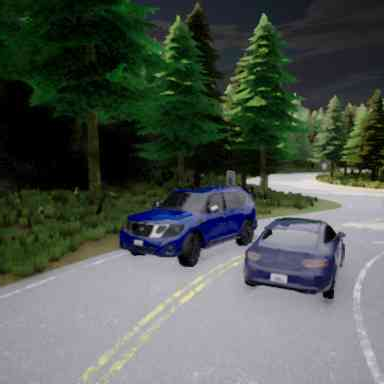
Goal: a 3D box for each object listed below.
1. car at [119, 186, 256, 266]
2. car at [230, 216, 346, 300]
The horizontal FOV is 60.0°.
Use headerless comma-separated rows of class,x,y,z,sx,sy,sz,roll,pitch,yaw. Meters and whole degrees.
car,0.202,0.871,10.891,2.150,2.045,5.566,3,4,35
car,2.656,1.362,8.187,1.812,1.442,4.674,3,3,27
